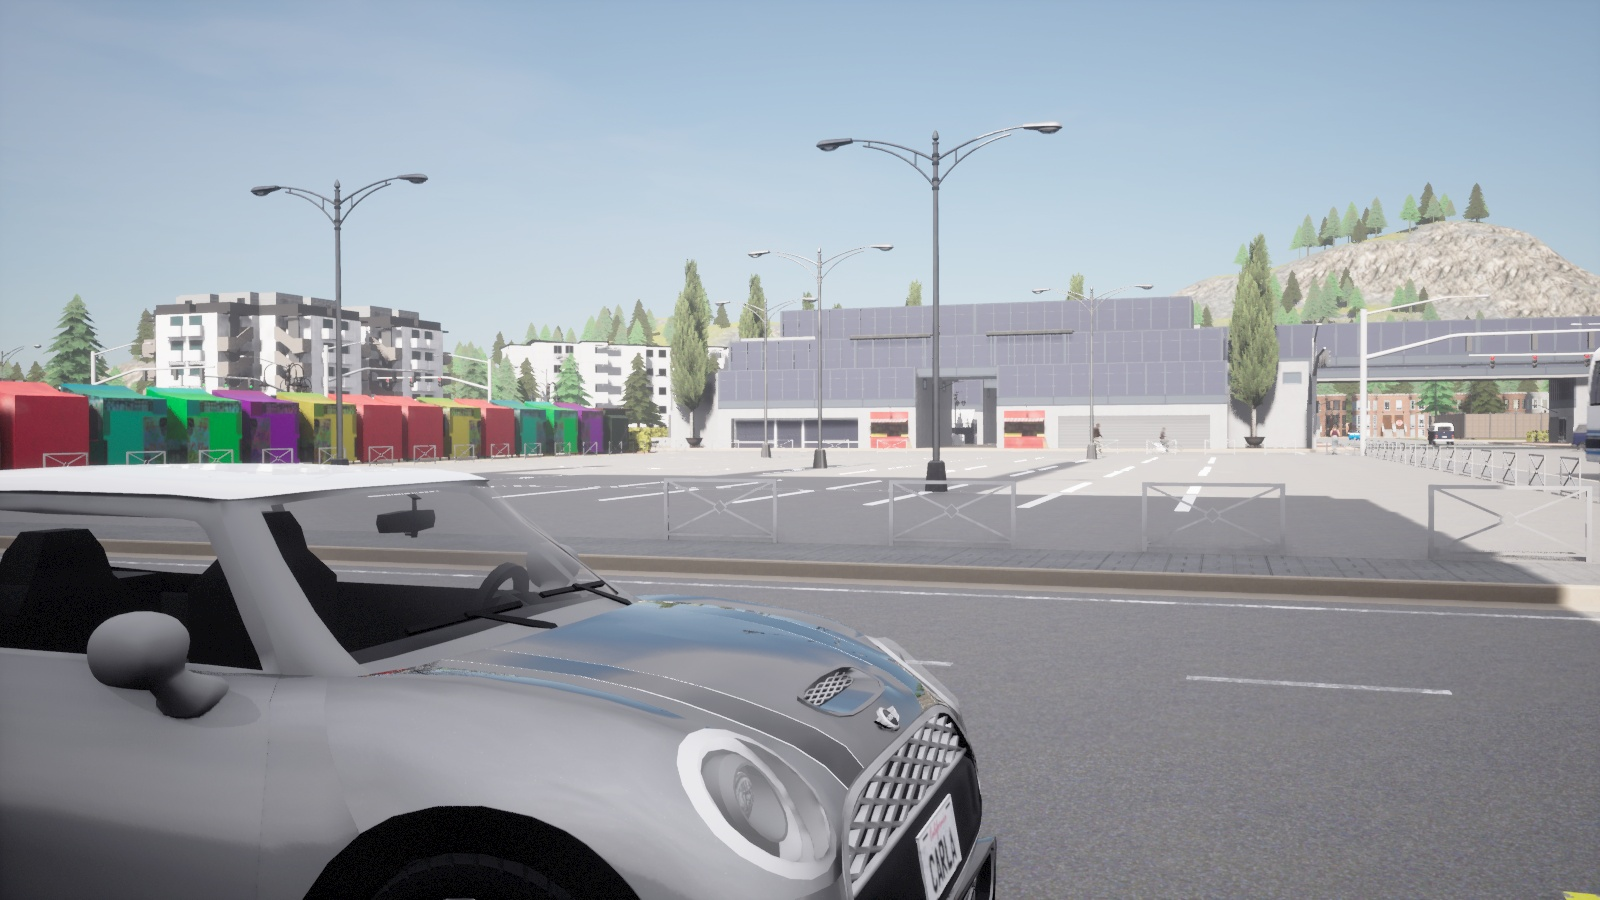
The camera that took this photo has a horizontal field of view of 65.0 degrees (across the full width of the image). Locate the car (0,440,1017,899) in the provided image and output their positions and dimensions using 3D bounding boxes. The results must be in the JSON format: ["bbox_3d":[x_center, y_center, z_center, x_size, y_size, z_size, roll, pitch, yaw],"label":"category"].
[{"bbox_3d":[-1.428,0.728,3.672,3.806,1.475,1.970,1,1,18],"label":"car"}]

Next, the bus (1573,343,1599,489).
[{"bbox_3d":[24.510,-0.945,33.885,3.944,4.253,10.273,1,1,19],"label":"bus"}]

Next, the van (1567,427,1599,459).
[{"bbox_3d":[51.710,-0.457,80.243,1.775,1.987,4.442,-1,1,-21],"label":"van"}]

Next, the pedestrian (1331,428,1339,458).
[{"bbox_3d":[32.448,-0.436,76.186,0.345,1.836,0.594,0,1,15],"label":"pedestrian"}]
